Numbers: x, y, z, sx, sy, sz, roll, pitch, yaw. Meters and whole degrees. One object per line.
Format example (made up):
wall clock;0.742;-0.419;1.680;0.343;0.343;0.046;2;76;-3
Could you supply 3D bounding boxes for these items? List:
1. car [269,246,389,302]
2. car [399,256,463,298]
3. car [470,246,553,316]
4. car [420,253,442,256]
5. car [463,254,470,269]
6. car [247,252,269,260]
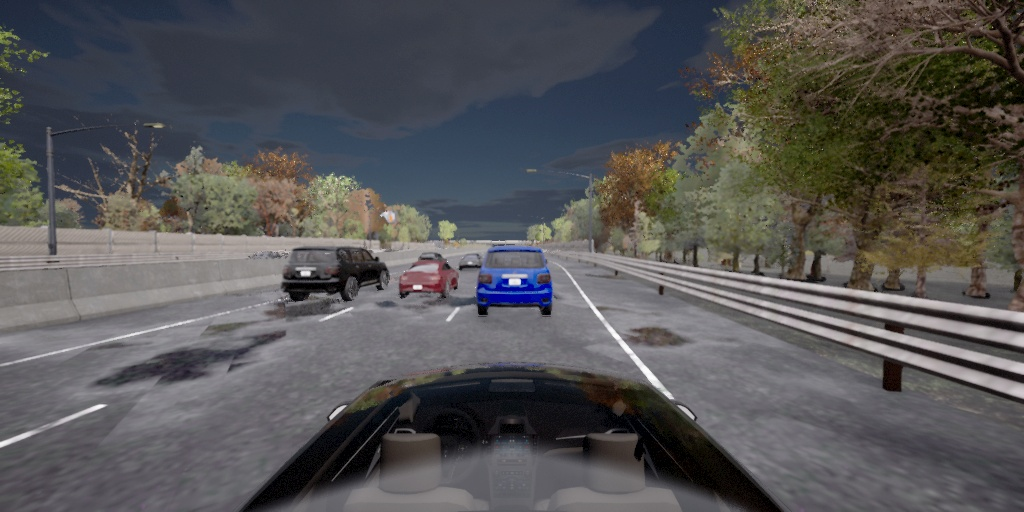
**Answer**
car;-6.924;0.611;14.708;2.150;2.045;5.566;0;1;0
car;-3.427;0.900;15.301;1.812;1.442;4.674;0;2;0
car;0.070;0.688;11.979;2.150;2.045;5.566;0;2;0
car;-6.949;0.448;31.177;1.837;1.490;4.892;0;2;0
car;-3.450;0.496;31.569;1.994;1.385;4.181;0;2;0
car;-28.070;0.248;40.847;1.994;1.385;4.181;0;1;-1
